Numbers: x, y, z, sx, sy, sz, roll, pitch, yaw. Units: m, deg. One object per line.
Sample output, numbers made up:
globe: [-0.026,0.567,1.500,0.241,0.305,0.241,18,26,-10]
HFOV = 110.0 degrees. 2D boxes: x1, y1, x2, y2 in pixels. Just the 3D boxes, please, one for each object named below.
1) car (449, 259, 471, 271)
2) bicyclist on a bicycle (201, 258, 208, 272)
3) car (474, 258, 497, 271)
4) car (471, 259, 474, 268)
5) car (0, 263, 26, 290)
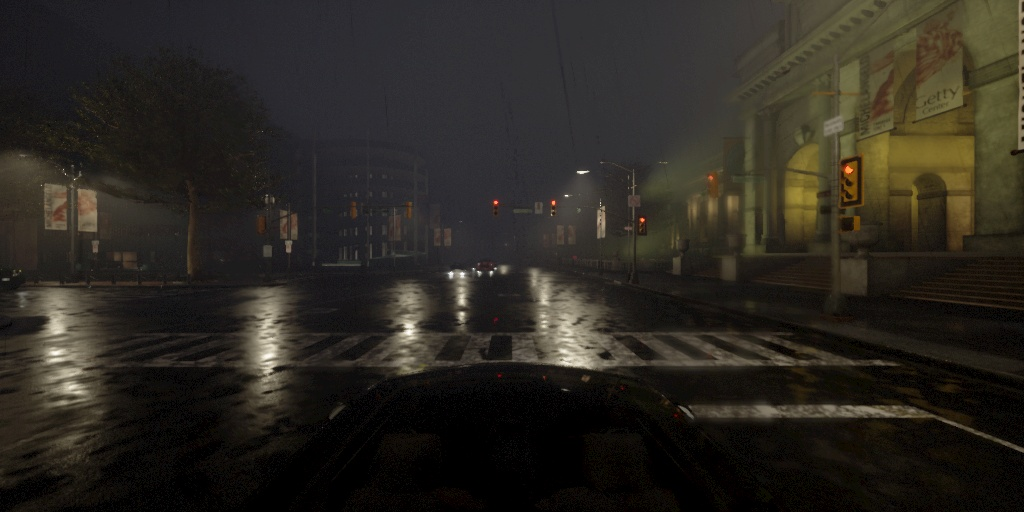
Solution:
car: [-7.113,1.347,47.934,1.895,1.301,4.718,0,0,1]
bicyclist on a bicycle: [-34.228,1.047,39.560,0.582,1.620,1.656,0,0,0]
car: [-3.589,1.098,49.319,2.097,1.767,4.553,0,0,0]
car: [-7.079,1.246,61.022,1.837,1.490,4.892,0,1,1]
car: [-31.114,0.970,20.095,5.566,2.045,2.150,0,0,0]
